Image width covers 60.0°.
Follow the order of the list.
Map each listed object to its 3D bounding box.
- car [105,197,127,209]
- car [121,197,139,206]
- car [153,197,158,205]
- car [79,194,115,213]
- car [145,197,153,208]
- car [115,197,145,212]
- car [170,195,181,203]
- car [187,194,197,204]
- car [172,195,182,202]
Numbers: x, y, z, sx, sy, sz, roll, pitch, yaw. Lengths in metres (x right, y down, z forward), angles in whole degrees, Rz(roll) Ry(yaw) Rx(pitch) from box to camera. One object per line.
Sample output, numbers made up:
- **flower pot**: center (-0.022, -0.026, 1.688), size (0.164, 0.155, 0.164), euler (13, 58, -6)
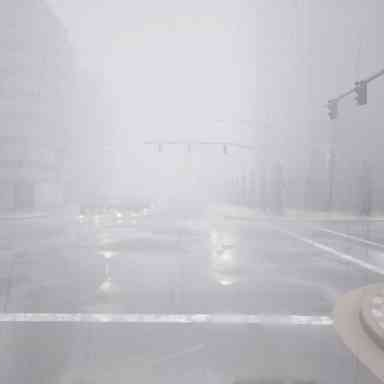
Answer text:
- **car**: center (-10.563, 1.477, 46.405), size (1.882, 1.535, 5.008), euler (0, 0, 0)
- **car**: center (-10.541, 1.547, 56.738), size (2.033, 1.411, 5.357), euler (0, 0, 0)
- **car**: center (-7.041, 1.563, 56.913), size (1.994, 1.385, 4.181), euler (0, 0, 0)
- **car**: center (-10.572, 1.221, 36.703), size (2.150, 2.045, 5.566), euler (0, 0, 0)
- **car**: center (-7.060, 1.525, 47.033), size (1.812, 1.442, 4.674), euler (0, 0, -1)
- **car**: center (-7.072, 1.352, 38.049), size (2.097, 1.767, 4.553), euler (0, 0, 0)
- **car**: center (-3.450, 1.504, 66.646), size (1.837, 1.490, 4.892), euler (0, 0, 0)
- **car**: center (0.049, 1.547, 66.074), size (2.033, 1.411, 5.357), euler (0, 0, 0)
- **car**: center (-3.443, 1.494, 75.974), size (2.128, 1.511, 4.902), euler (0, 0, 0)
